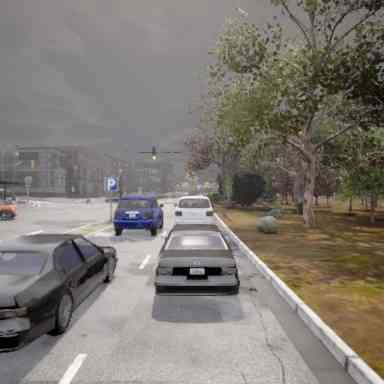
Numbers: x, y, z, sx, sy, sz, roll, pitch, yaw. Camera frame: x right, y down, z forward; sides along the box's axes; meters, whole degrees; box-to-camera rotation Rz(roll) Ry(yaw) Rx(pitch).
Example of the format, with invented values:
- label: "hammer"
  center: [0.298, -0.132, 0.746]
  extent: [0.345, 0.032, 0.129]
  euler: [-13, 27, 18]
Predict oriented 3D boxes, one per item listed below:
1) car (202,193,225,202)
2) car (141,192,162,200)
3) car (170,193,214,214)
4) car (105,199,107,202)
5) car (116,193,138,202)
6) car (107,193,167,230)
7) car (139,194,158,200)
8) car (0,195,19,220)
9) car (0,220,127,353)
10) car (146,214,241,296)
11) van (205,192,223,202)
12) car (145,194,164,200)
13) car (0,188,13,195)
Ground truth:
- label: "car"
  center: [4.543, 1.143, 70.372]
  extent: [4.553, 1.767, 2.185]
  euler: [1, 0, -14]
- label: "car"
  center: [-11.164, 1.066, 91.721]
  extent: [5.566, 2.045, 2.435]
  euler: [-1, 0, -12]
- label: "car"
  center: [0.120, 1.247, 19.230]
  extent: [2.150, 2.045, 5.566]
  euler: [0, 0, 0]
- label: "car"
  center: [-14.558, 1.359, 64.774]
  extent: [4.792, 1.488, 2.163]
  euler: [-1, 0, -15]
- label: "car"
  center: [-13.830, 1.197, 70.720]
  extent: [4.553, 1.767, 2.185]
  euler: [-1, 0, -14]
- label: "car"
  center: [-2.882, 1.247, 18.854]
  extent: [2.150, 2.045, 5.566]
  euler: [0, 0, 0]
- label: "car"
  center: [-11.609, 1.358, 88.714]
  extent: [4.674, 1.452, 2.002]
  euler: [-1, 0, -12]
- label: "car"
  center: [-16.674, 1.405, 26.964]
  extent: [4.553, 1.767, 2.185]
  euler: [-1, 0, -19]
- label: "car"
  center: [-2.909, 1.553, 6.606]
  extent: [2.033, 1.411, 5.357]
  euler: [0, 0, 0]
- label: "car"
  center: [0.091, 1.556, 8.825]
  extent: [2.033, 1.411, 5.357]
  euler: [0, 0, 0]
- label: "van"
  center: [4.165, 1.044, 67.402]
  extent: [4.442, 1.987, 1.878]
  euler: [1, 0, -14]
- label: "car"
  center: [-10.747, 1.317, 94.700]
  extent: [5.008, 1.535, 2.097]
  euler: [-1, 0, -12]
- label: "car"
  center: [-31.263, 0.138, 55.613]
  extent: [2.002, 1.452, 4.674]
  euler: [6, -3, -19]
